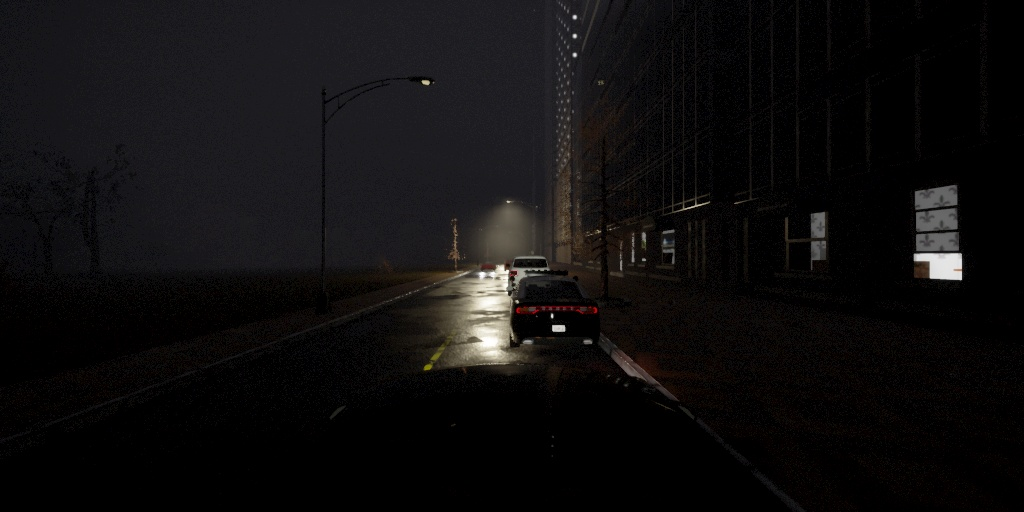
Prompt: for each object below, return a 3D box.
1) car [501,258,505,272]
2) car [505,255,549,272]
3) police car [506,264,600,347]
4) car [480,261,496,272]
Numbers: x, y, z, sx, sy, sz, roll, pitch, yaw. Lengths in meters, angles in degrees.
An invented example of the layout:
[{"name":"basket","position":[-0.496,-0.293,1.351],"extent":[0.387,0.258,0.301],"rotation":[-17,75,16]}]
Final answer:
[{"name":"car","position":[-0.053,1.226,47.535],"extent":[1.882,1.535,5.008],"rotation":[0,0,0]},{"name":"car","position":[0.870,0.975,19.340],"extent":[2.150,2.045,5.566],"rotation":[0,0,0]},{"name":"police car","position":[0.886,1.175,9.418],"extent":[1.930,1.638,5.238],"rotation":[0,0,0]},{"name":"car","position":[-3.075,1.349,46.516],"extent":[1.895,1.301,4.718],"rotation":[0,0,0]}]
